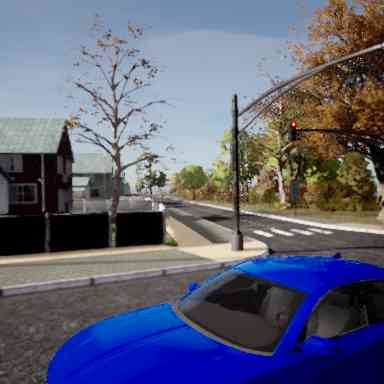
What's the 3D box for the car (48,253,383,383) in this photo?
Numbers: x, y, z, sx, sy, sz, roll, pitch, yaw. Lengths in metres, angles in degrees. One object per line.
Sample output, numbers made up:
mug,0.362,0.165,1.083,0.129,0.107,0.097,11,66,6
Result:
car,1.086,1.522,3.698,5.008,1.535,1.882,1,-1,-30
